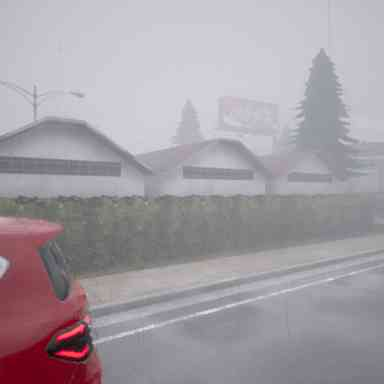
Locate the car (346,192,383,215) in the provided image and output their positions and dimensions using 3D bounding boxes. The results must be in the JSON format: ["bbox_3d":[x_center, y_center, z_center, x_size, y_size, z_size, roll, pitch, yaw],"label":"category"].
[{"bbox_3d":[14.809,1.029,30.102,2.150,2.045,5.566,-1,0,-29],"label":"car"}]

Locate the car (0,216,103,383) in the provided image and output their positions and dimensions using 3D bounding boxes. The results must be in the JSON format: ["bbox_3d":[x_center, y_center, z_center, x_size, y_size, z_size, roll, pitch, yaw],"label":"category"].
[{"bbox_3d":[-3.290,1.221,1.640,5.566,2.045,2.150,0,0,-35],"label":"car"}]
